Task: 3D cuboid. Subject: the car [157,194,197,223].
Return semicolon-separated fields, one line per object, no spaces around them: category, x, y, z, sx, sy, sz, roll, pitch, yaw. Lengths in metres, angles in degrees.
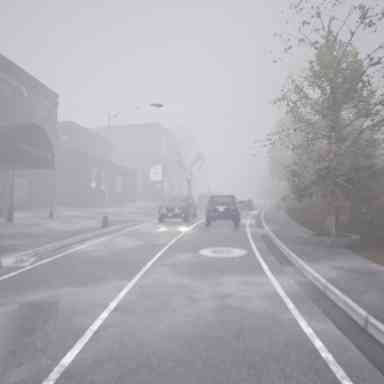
car;-1.030;1.220;25.853;2.150;2.045;5.566;-1;0;11

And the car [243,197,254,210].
car;6.483;1.362;41.033;1.882;1.535;5.008;-1;0;15

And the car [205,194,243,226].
car;2.252;1.172;23.187;2.150;2.045;5.566;-1;0;10
